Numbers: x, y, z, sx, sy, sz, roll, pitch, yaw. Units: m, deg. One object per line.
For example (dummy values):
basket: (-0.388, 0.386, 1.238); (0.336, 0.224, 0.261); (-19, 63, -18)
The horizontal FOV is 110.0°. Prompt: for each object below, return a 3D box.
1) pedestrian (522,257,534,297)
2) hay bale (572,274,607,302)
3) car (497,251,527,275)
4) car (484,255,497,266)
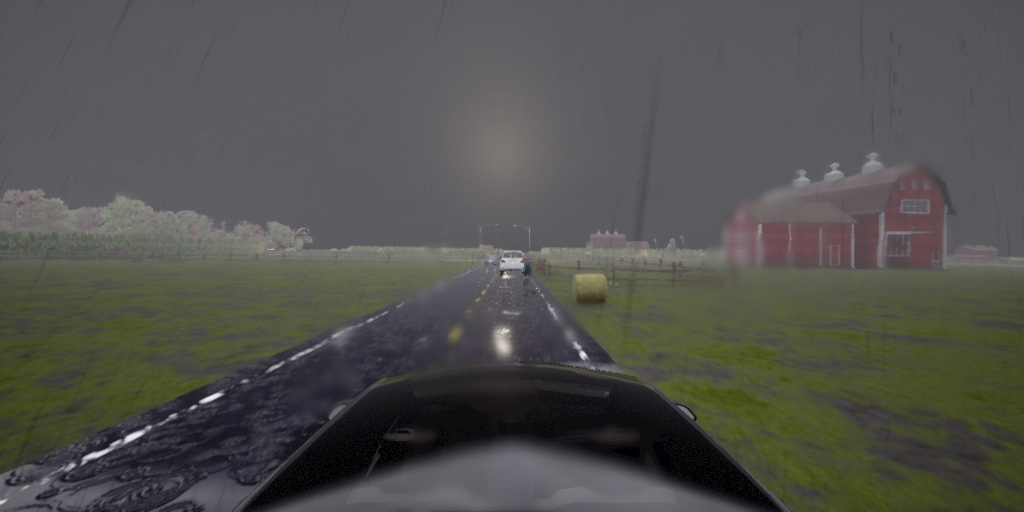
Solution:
pedestrian: (0.662, 0.839, 15.679); (0.375, 1.860, 0.375); (1, 0, 2)
hay bale: (3.129, 1.218, 14.500); (1.220, 1.180, 1.240); (0, 0, 0)
car: (0.086, 0.539, 31.322); (2.150, 2.045, 5.566); (0, 1, 0)
car: (-2.799, 0.547, 49.304); (2.128, 1.511, 4.902); (0, 1, 0)
